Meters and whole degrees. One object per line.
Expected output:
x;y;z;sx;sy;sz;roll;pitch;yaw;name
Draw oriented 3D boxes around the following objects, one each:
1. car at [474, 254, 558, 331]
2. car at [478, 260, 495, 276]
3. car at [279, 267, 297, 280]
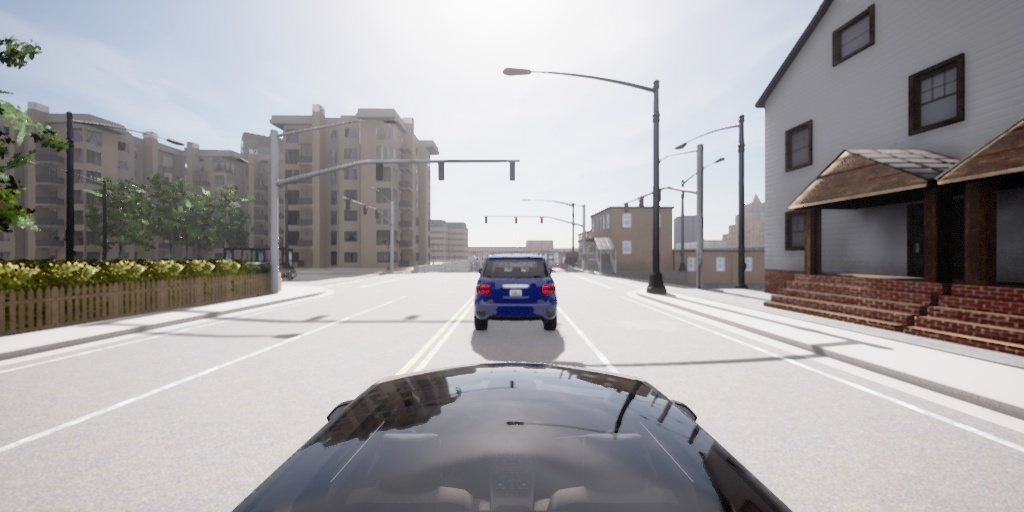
0.106;0.961;11.149;2.150;2.045;5.566;0;0;0;car
-3.536;1.732;50.163;2.097;1.767;4.553;0;-6;0;car
-19.580;1.247;28.348;4.674;1.442;1.812;0;0;1;car
